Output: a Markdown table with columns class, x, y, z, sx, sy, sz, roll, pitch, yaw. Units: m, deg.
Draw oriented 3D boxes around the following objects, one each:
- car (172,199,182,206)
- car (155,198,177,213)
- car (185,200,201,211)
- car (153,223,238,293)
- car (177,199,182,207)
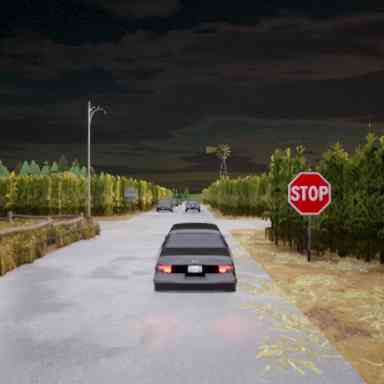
| class | x | y | z | sx | sy | sz | roll | pitch | yaw |
| --- | --- | --- | --- | --- | --- | --- | --- | --- | --- |
| car | -3.085 | 2.077 | 68.870 | 1.994 | 1.385 | 4.181 | 0 | -1 | 0 |
| car | -3.186 | 1.641 | 39.439 | 1.837 | 1.490 | 4.892 | 0 | 0 | 0 |
| car | 0.109 | 1.691 | 42.261 | 2.033 | 1.411 | 5.357 | 0 | 0 | 0 |
| car | 0.073 | 1.541 | 8.971 | 2.033 | 1.411 | 5.357 | 0 | 0 | 0 |
| car | -3.171 | 1.661 | 53.761 | 2.128 | 1.511 | 4.902 | 0 | 0 | 0 |
